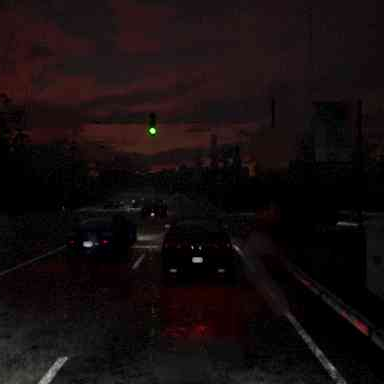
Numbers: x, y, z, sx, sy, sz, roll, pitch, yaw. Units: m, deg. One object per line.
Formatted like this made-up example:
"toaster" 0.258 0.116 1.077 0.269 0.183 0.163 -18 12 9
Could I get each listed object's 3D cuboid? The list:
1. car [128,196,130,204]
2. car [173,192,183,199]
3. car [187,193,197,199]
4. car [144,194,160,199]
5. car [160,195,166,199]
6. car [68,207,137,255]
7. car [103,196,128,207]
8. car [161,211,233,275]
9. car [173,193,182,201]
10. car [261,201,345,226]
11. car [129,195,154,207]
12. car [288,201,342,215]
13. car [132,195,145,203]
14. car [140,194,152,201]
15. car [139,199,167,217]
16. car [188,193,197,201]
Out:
"car" -10.348 1.422 54.118 2.128 1.511 4.902 0 0 1
"car" -3.594 0.921 86.264 2.128 1.511 4.902 0 1 -8
"car" -0.100 1.008 86.494 2.128 1.511 4.902 0 1 -4
"car" -6.844 1.454 54.785 1.812 1.442 4.674 0 0 1
"car" -6.774 1.424 64.738 1.994 1.385 4.181 0 1 0
"car" -3.355 1.515 13.067 1.812 1.442 4.674 0 0 0
"car" -10.431 1.425 44.629 1.882 1.535 5.008 0 0 0
"car" 0.137 1.470 10.435 1.882 1.535 5.008 0 0 0
"car" -3.248 1.215 76.138 1.812 1.442 4.674 0 1 0
"car" 7.489 1.522 22.749 5.357 1.411 2.033 0 0 -6
"car" -6.923 1.509 46.030 1.994 1.385 4.181 0 0 0
"car" 12.187 1.561 33.204 4.718 1.301 1.895 0 0 -2
"car" -10.275 1.369 64.363 1.837 1.490 4.892 0 1 0
"car" -10.250 1.248 74.813 2.033 1.411 5.357 0 1 0
"car" -3.298 1.567 30.242 1.895 1.301 4.718 0 0 0
"car" 0.254 1.238 76.138 2.033 1.411 5.357 0 1 0
